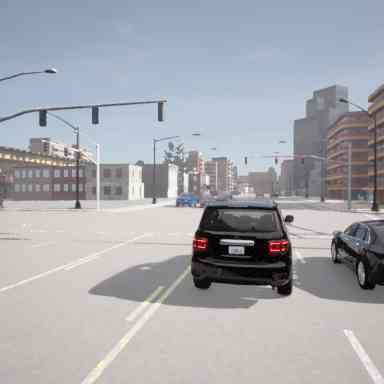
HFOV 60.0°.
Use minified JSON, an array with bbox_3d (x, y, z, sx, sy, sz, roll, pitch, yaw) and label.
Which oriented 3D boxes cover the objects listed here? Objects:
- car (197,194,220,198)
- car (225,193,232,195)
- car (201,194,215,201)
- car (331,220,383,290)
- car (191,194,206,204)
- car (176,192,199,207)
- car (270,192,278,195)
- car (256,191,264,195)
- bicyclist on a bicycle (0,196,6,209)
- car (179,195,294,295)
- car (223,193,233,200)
[{"bbox_3d":[2.328,1.381,46.057,1.837,1.490,4.892,0,1,11],"label":"car"},{"bbox_3d":[6.034,1.091,64.244,1.837,1.490,4.892,0,1,12],"label":"car"},{"bbox_3d":[3.297,1.075,68.204,2.033,1.411,5.357,0,1,12],"label":"car"},{"bbox_3d":[5.095,1.505,8.918,1.837,1.490,4.892,0,0,11],"label":"car"},{"bbox_3d":[1.159,1.217,57.940,1.837,1.490,4.892,0,1,11],"label":"car"},{"bbox_3d":[-0.753,1.079,48.463,2.150,2.045,5.566,0,1,12],"label":"car"},{"bbox_3d":[20.857,0.743,84.464,2.033,1.411,5.357,0,1,11],"label":"car"},{"bbox_3d":[17.423,0.559,85.141,2.097,1.767,4.553,0,1,11],"label":"car"},{"bbox_3d":[-23.840,1.303,41.444,0.582,1.620,1.656,0,0,10],"label":"bicyclist on a bicycle"},{"bbox_3d":[1.534,1.221,9.038,2.150,2.045,5.566,0,0,14],"label":"car"},{"bbox_3d":[8.084,0.926,74.198,1.812,1.442,4.674,0,1,11],"label":"car"}]
